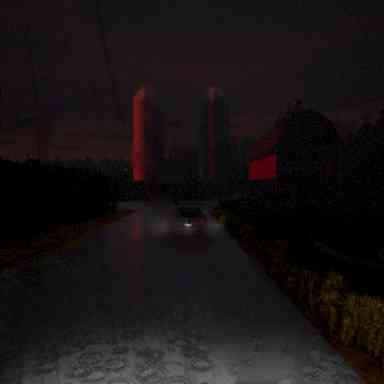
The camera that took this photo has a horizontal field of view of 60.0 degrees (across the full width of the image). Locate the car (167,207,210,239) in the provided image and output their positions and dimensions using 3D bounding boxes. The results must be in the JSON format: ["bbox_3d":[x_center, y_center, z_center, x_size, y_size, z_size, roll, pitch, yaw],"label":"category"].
[{"bbox_3d":[-0.189,1.447,16.571,1.994,1.385,4.181,0,0,-1],"label":"car"}]
